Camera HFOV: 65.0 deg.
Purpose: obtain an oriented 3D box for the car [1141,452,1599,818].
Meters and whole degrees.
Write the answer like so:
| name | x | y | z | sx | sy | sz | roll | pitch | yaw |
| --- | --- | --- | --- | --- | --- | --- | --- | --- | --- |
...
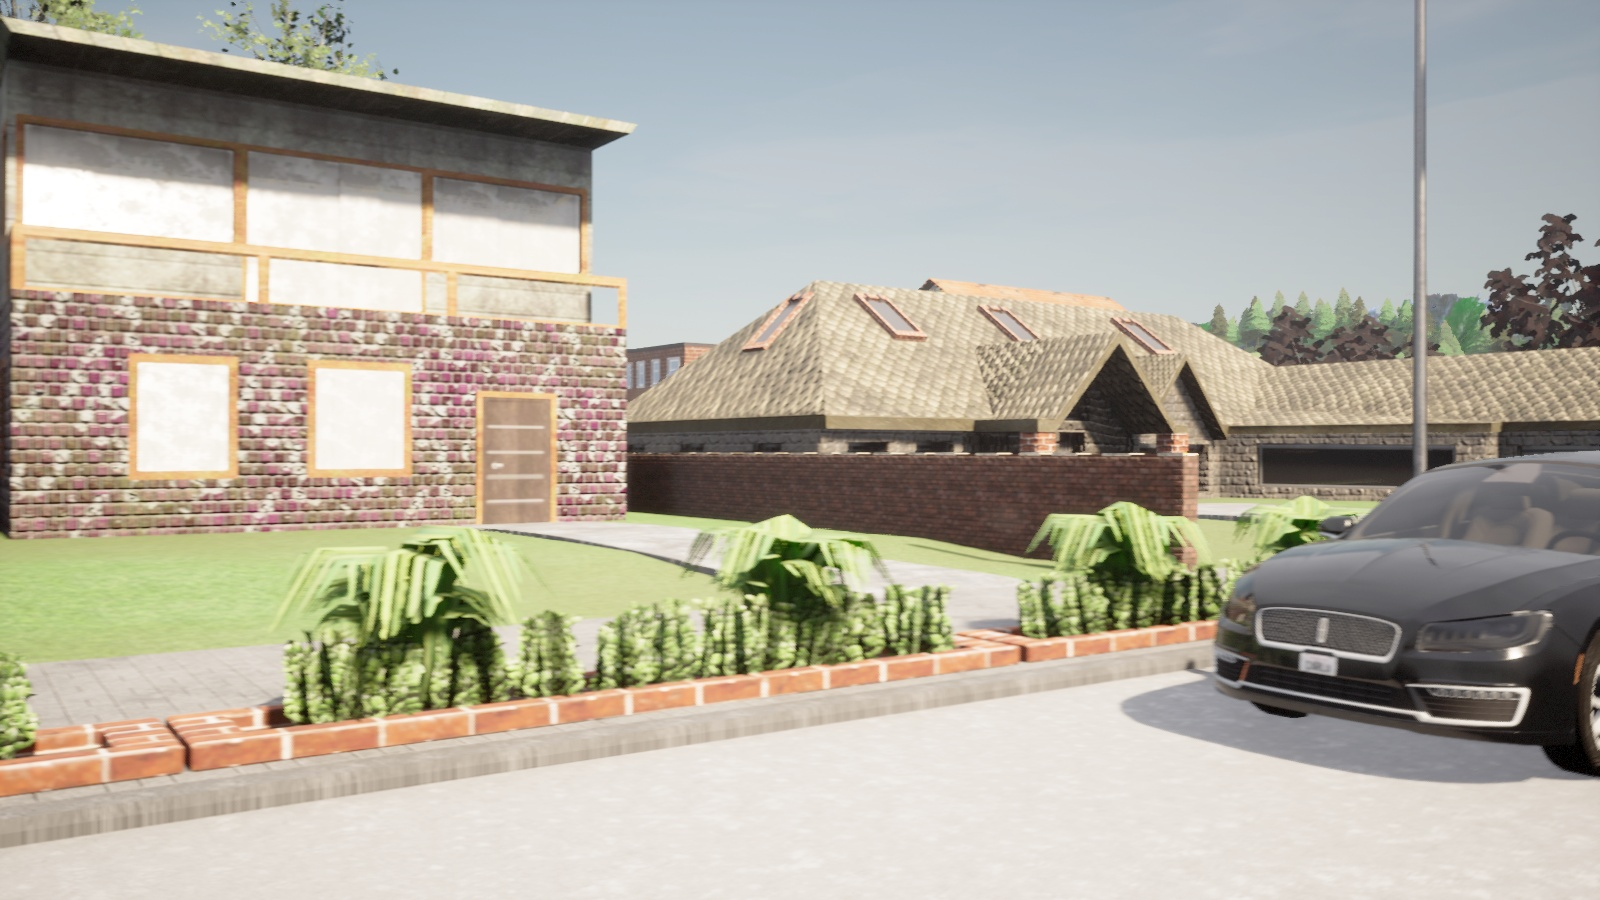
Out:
| name | x | y | z | sx | sy | sz | roll | pitch | yaw |
| --- | --- | --- | --- | --- | --- | --- | --- | --- | --- |
| car | 4.337 | 0.760 | 7.287 | 4.892 | 1.490 | 1.837 | 0 | 0 | -35 |
